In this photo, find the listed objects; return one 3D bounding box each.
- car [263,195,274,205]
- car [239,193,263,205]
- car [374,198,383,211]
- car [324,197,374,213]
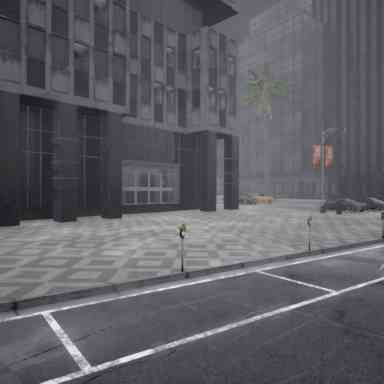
[{"bbox_3d":[9.224,0.928,46.567,1.882,1.535,5.008,0,1,-35],"label":"car"},{"bbox_3d":[6.686,0.954,44.520,1.837,1.490,4.892,0,1,-35],"label":"car"},{"bbox_3d":[18.069,1.266,34.078,2.033,1.411,5.357,0,1,-35],"label":"car"},{"bbox_3d":[15.032,1.263,32.743,1.994,1.385,4.181,0,1,-36],"label":"car"}]
